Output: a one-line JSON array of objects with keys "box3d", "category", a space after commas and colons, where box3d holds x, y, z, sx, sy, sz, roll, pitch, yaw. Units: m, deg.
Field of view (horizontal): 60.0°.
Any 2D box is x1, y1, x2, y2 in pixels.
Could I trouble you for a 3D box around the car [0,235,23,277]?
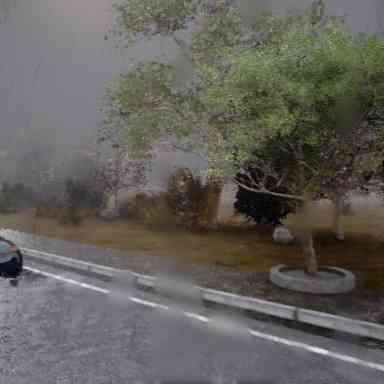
[{"box3d": [-6.400, 1.567, 9.102, 4.181, 1.385, 1.994, 0, 0, 39], "category": "car"}]
